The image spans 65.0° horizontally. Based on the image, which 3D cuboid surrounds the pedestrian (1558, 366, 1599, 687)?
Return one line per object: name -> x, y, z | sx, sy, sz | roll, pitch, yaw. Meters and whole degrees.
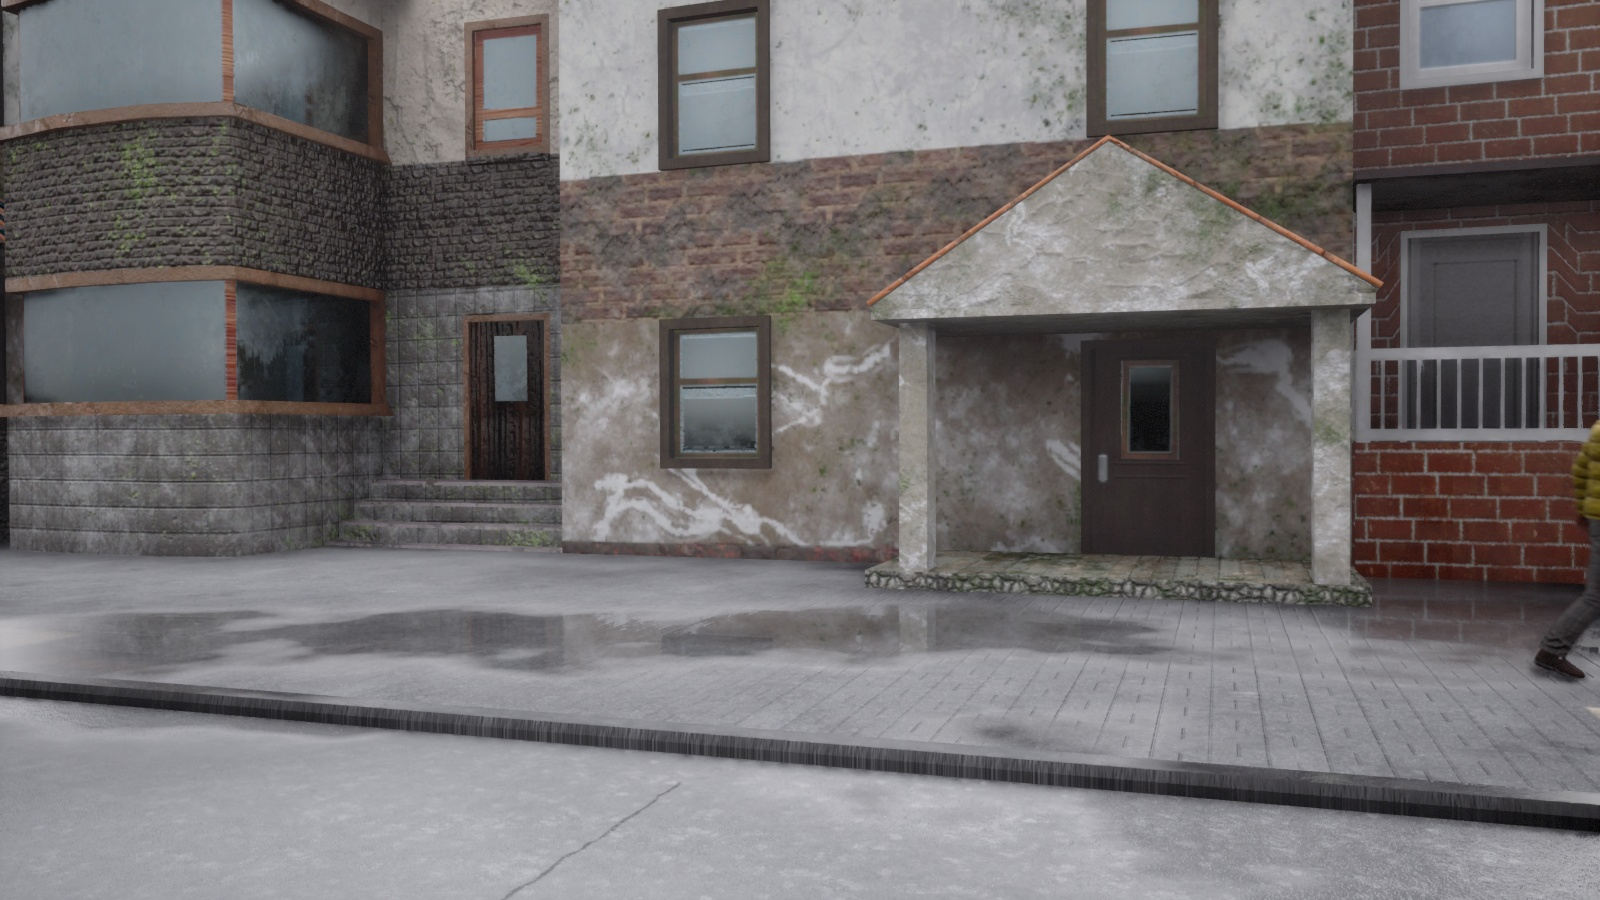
pedestrian -> 4.834, 0.438, 7.255 | 0.726, 1.835, 0.370 | 1, 1, 25
